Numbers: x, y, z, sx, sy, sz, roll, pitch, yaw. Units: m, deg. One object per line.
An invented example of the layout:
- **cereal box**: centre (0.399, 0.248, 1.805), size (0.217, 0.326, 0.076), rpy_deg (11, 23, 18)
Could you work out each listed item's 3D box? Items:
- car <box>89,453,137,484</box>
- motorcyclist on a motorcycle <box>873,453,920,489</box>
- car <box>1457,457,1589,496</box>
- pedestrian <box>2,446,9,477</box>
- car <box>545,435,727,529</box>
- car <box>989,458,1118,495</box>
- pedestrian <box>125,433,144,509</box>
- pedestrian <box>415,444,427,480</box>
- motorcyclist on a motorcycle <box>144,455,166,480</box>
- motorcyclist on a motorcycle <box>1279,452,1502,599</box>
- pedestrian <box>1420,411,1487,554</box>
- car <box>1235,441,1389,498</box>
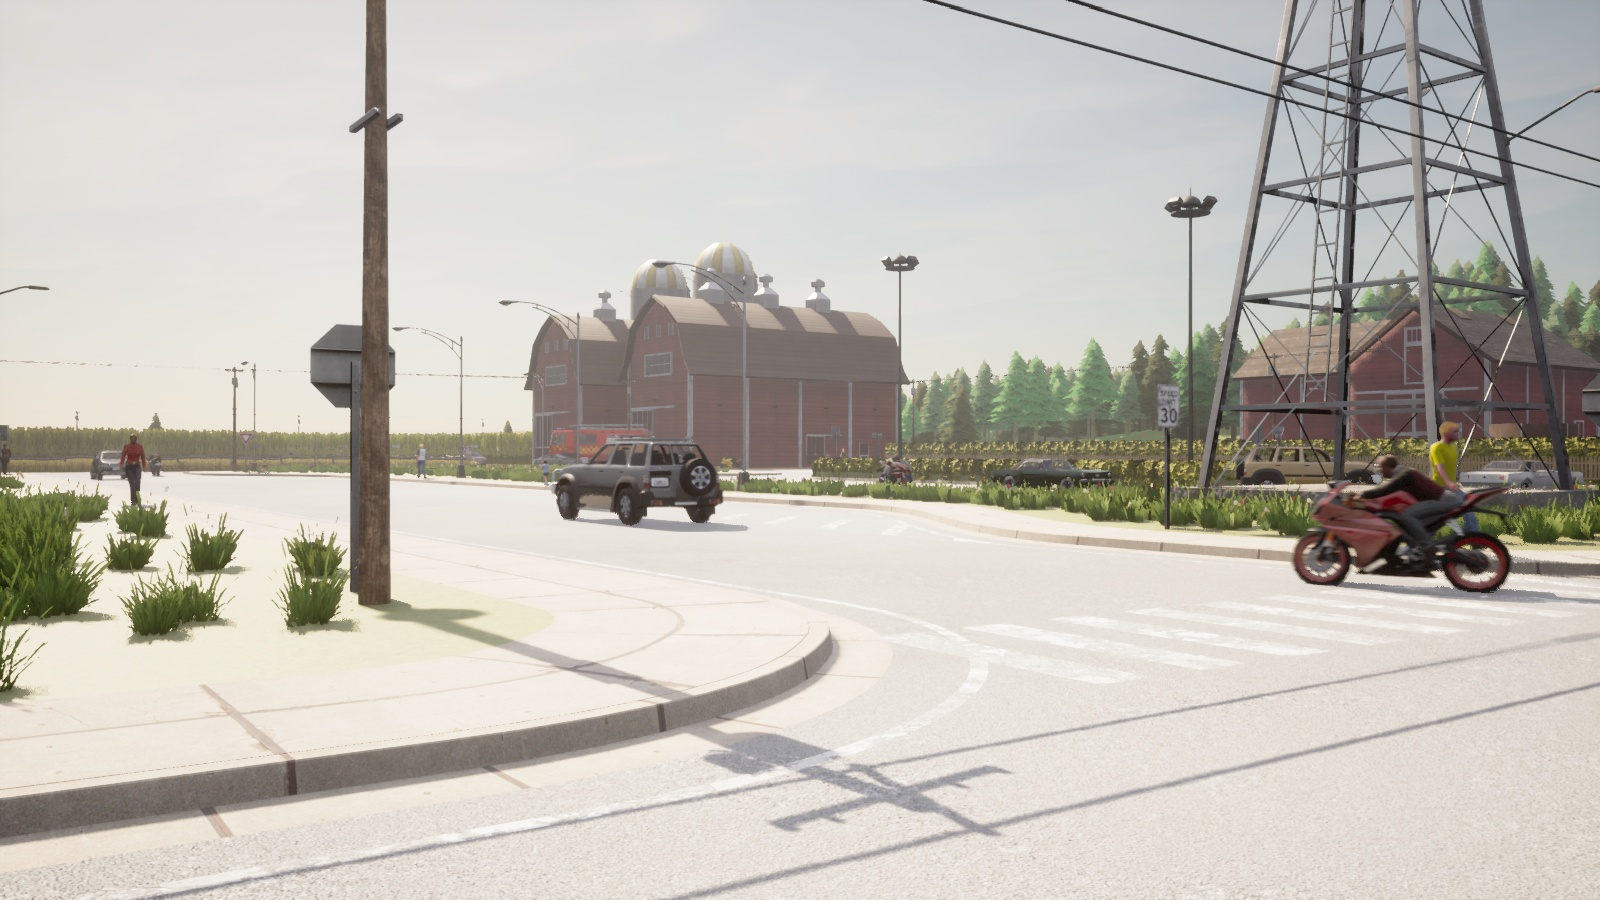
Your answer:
- **car**: centre (-36.251, 0.963, 66.238), size (1.789, 1.549, 3.705), rpy_deg (0, 0, -36)
- **motorcyclist on a motorcycle**: centre (4.179, 0.906, 54.517), size (0.866, 1.530, 2.191), rpy_deg (0, 0, -35)
- **car**: centre (25.802, 0.903, 44.783), size (4.718, 1.301, 1.895), rpy_deg (0, 0, -29)
- **pedestrian**: centre (-46.158, 0.677, 72.947), size (0.328, 1.805, 0.869), rpy_deg (0, 0, -34)
- **car**: centre (-3.624, 0.636, 27.039), size (1.932, 1.855, 4.605), rpy_deg (0, 0, -36)
- **car**: centre (9.449, 0.942, 47.149), size (1.895, 1.301, 4.718), rpy_deg (0, 0, -36)
- **pedestrian**: centre (-16.418, 0.511, 30.990), size (0.331, 1.846, 0.636), rpy_deg (0, 0, -35)
- **pedestrian**: centre (-19.156, 0.597, 63.415), size (0.354, 1.836, 0.706), rpy_deg (0, 0, -38)
- **motorcyclist on a motorcycle**: centre (-39.101, 1.050, 76.162), size (0.866, 1.530, 2.191), rpy_deg (0, 0, -36)
- **motorcyclist on a motorcycle**: centre (6.574, 0.801, 14.003), size (2.191, 1.530, 0.866), rpy_deg (0, -1, 29)
- **pedestrian**: centre (8.584, 0.423, 16.508), size (0.354, 1.836, 0.706), rpy_deg (0, 0, -27)
- **car**: centre (17.089, 0.630, 42.152), size (4.605, 1.855, 1.932), rpy_deg (0, 0, 16)
